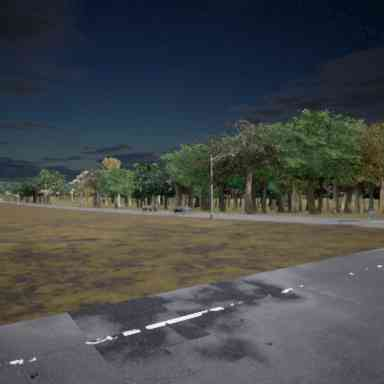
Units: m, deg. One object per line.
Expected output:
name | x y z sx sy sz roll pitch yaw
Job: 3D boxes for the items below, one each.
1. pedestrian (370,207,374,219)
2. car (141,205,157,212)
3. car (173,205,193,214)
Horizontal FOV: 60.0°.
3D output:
pedestrian | 19.252 2.191 35.553 0.375 1.300 0.375 -2 1 -33
car | -9.262 3.548 71.756 1.837 1.490 4.892 1 -2 -33
car | -1.742 3.142 60.471 2.128 1.511 4.902 1 -2 -33
